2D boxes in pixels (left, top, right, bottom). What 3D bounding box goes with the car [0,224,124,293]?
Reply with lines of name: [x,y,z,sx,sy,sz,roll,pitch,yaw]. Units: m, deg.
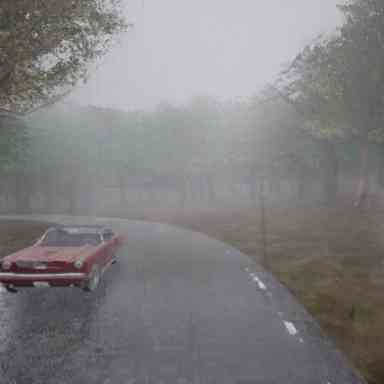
car: [-3.129,1.583,8.931,1.895,1.301,4.718,0,0,-2]
